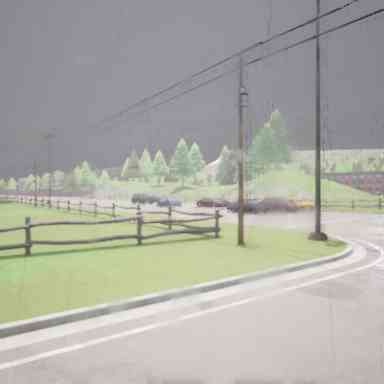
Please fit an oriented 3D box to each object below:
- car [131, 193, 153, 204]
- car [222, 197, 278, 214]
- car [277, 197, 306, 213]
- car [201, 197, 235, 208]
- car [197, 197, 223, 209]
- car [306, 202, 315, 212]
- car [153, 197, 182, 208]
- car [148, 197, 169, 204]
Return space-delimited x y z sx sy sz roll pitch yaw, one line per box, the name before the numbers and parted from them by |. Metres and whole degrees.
car | -9.266 1.201 61.670 2.150 2.045 5.566 0 0 -36
car | 5.969 1.523 34.720 2.033 1.411 5.357 0 0 -36
car | 9.452 1.325 35.890 2.097 1.767 4.553 0 0 -36
car | 3.761 1.517 49.619 2.033 1.411 5.357 0 0 -36
car | 2.642 1.450 45.213 1.882 1.535 5.008 0 0 -36
car | 11.916 1.447 38.452 1.882 1.535 5.008 0 0 -36
car | -3.217 1.502 47.305 1.812 1.442 4.674 0 0 -36
car | -6.422 1.570 63.711 1.895 1.301 4.718 0 0 -36
